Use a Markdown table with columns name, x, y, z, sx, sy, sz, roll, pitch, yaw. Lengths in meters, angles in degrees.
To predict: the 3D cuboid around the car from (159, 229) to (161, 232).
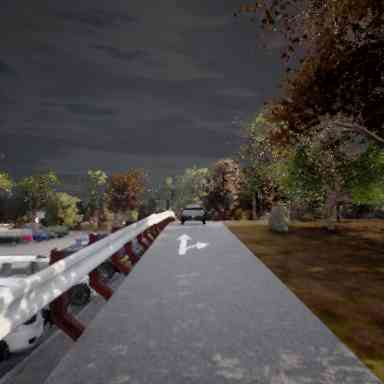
| name | x | y | z | sx | sy | sz | roll | pitch | yaw |
| --- | --- | --- | --- | --- | --- | --- | --- | --- | --- |
| car | -6.919 | 6.153 | 44.740 | 4.553 | 1.767 | 2.185 | 2 | -4 | -20 |

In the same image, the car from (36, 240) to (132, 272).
| name | x | y | z | sx | sy | sz | roll | pitch | yaw |
| --- | --- | --- | --- | --- | --- | --- | --- | --- | --- |
| car | -6.892 | 4.281 | 20.623 | 5.566 | 2.045 | 2.435 | 2 | -4 | -20 |

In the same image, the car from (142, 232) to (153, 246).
| name | x | y | z | sx | sy | sz | roll | pitch | yaw |
| --- | --- | --- | --- | --- | --- | --- | --- | --- | --- |
| car | -6.956 | 5.498 | 35.692 | 4.553 | 1.767 | 2.185 | 2 | -5 | -20 |

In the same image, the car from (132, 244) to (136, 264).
| name | x | y | z | sx | sy | sz | roll | pitch | yaw |
| --- | --- | --- | --- | --- | --- | --- | --- | --- | --- |
| car | -7.047 | 4.741 | 23.560 | 5.366 | 1.575 | 1.946 | 2 | -4 | -20 |

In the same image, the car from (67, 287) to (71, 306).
| name | x | y | z | sx | sy | sz | roll | pitch | yaw |
| --- | --- | --- | --- | --- | --- | --- | --- | --- | --- |
| car | -6.857 | 3.906 | 11.555 | 4.792 | 1.488 | 2.163 | 2 | -4 | -20 |

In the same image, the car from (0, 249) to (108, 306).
| name | x | y | z | sx | sy | sz | roll | pitch | yaw |
| --- | --- | --- | --- | --- | --- | --- | --- | --- | --- |
| car | -6.807 | 3.846 | 14.611 | 5.566 | 2.045 | 2.435 | 2 | -5 | -20 |

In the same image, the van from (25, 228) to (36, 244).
| name | x | y | z | sx | sy | sz | roll | pitch | yaw |
| --- | --- | --- | --- | --- | --- | --- | --- | --- | --- |
| van | -24.012 | 6.068 | 44.935 | 4.442 | 1.987 | 1.878 | 1 | -4 | -20 |

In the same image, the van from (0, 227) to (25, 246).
| name | x | y | z | sx | sy | sz | roll | pitch | yaw |
| --- | --- | --- | --- | --- | --- | --- | --- | --- | --- |
| van | -24.002 | 5.855 | 41.984 | 4.442 | 1.987 | 1.878 | 1 | -4 | -20 |

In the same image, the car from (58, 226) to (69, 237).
| name | x | y | z | sx | sy | sz | roll | pitch | yaw |
| --- | --- | --- | --- | --- | --- | --- | --- | --- | --- |
| car | -23.970 | 6.895 | 56.768 | 5.566 | 2.045 | 2.435 | 1 | -4 | -20 |

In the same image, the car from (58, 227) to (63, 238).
| name | x | y | z | sx | sy | sz | roll | pitch | yaw |
| --- | --- | --- | --- | --- | --- | --- | --- | --- | --- |
| car | -23.917 | 6.965 | 53.838 | 4.792 | 1.488 | 2.163 | 1 | -5 | -20 |

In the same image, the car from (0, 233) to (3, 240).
| name | x | y | z | sx | sy | sz | roll | pitch | yaw |
| --- | --- | --- | --- | --- | --- | --- | --- | --- | --- |
| car | -23.867 | 5.657 | 36.116 | 4.892 | 1.521 | 2.231 | 1 | -4 | -20 |

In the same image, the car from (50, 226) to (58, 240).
| name | x | y | z | sx | sy | sz | roll | pitch | yaw |
| --- | --- | --- | --- | --- | --- | --- | --- | --- | --- |
| car | -23.902 | 6.471 | 50.899 | 5.566 | 2.045 | 2.435 | 1 | -5 | -20 |

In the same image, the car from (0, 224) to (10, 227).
| name | x | y | z | sx | sy | sz | roll | pitch | yaw |
| --- | --- | --- | --- | --- | --- | --- | --- | --- | --- |
| car | -39.677 | 7.855 | 70.042 | 2.435 | 2.045 | 5.566 | 1 | -4 | -19 |

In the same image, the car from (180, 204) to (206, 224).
| name | x | y | z | sx | sy | sz | roll | pitch | yaw |
| --- | --- | --- | --- | --- | --- | --- | --- | --- | --- |
| car | 0.104 | 1.679 | 26.008 | 2.128 | 1.511 | 4.902 | 0 | -3 | 0 |

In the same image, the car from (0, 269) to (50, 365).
| name | x | y | z | sx | sy | sz | roll | pitch | yaw |
| --- | --- | --- | --- | --- | --- | --- | --- | --- | --- |
| car | -6.839 | 3.407 | 8.560 | 5.566 | 2.045 | 2.435 | 2 | -4 | -20 |

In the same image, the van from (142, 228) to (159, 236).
| name | x | y | z | sx | sy | sz | roll | pitch | yaw |
| --- | --- | --- | --- | --- | --- | --- | --- | --- | --- |
| van | -6.831 | 5.839 | 41.772 | 4.442 | 1.987 | 1.878 | 2 | -5 | -20 |

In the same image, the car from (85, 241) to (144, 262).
| name | x | y | z | sx | sy | sz | roll | pitch | yaw |
| --- | --- | --- | --- | --- | --- | --- | --- | --- | --- |
| car | -6.927 | 5.216 | 29.644 | 4.792 | 1.488 | 2.163 | 2 | -4 | -20 |

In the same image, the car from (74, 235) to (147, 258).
| name | x | y | z | sx | sy | sz | roll | pitch | yaw |
| --- | --- | --- | --- | --- | --- | --- | --- | --- | --- |
| car | -6.855 | 4.720 | 26.670 | 5.566 | 2.045 | 2.435 | 2 | -5 | -20 |

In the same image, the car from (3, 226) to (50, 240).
| name | x | y | z | sx | sy | sz | roll | pitch | yaw |
| --- | --- | --- | --- | --- | --- | --- | --- | --- | --- |
| car | -23.892 | 6.258 | 47.947 | 5.566 | 2.045 | 2.435 | 1 | -5 | -20 |

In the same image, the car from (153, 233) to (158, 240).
| name | x | y | z | sx | sy | sz | roll | pitch | yaw |
| --- | --- | --- | --- | --- | --- | --- | --- | --- | --- |
| car | -6.924 | 5.843 | 38.696 | 4.892 | 1.521 | 2.231 | 2 | -4 | -20 |

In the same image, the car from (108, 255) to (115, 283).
| name | x | y | z | sx | sy | sz | roll | pitch | yaw |
| --- | --- | --- | --- | --- | --- | --- | --- | --- | --- |
| car | -6.865 | 4.316 | 17.606 | 4.892 | 1.521 | 2.231 | 2 | -5 | -20 |

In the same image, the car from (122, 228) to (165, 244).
| name | x | y | z | sx | sy | sz | roll | pitch | yaw |
| --- | --- | --- | --- | --- | --- | --- | --- | --- | --- |
| car | -6.982 | 6.243 | 47.739 | 5.566 | 2.045 | 2.435 | 2 | -4 | -20 |

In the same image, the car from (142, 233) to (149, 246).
| name | x | y | z | sx | sy | sz | roll | pitch | yaw |
| --- | --- | --- | --- | --- | --- | --- | --- | --- | --- |
| car | -6.936 | 5.280 | 32.671 | 4.553 | 1.767 | 2.185 | 2 | -5 | -20 |
